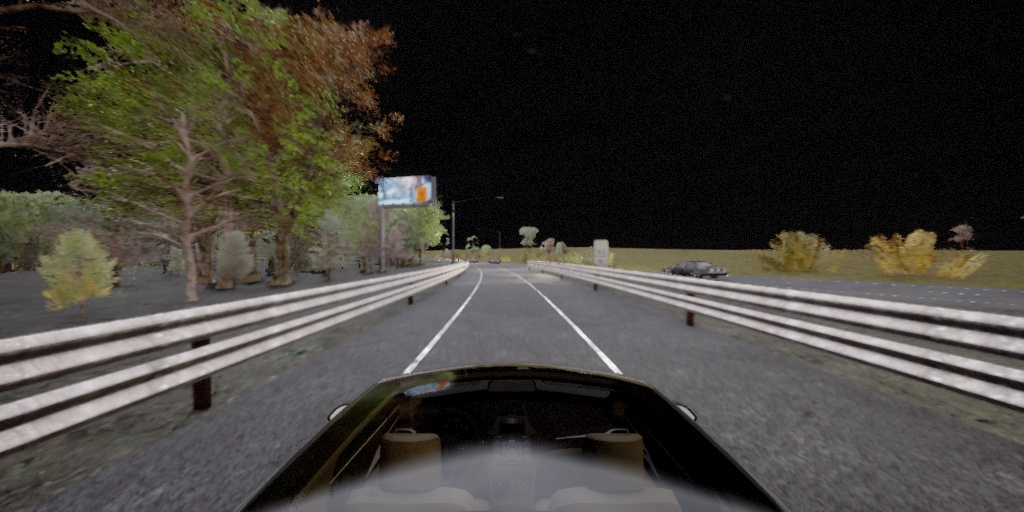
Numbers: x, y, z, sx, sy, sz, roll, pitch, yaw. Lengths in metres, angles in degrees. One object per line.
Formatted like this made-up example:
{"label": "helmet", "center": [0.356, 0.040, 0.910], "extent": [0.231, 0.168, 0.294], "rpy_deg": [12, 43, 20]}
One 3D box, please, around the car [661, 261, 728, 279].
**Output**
{"label": "car", "center": [14.476, 1.099, 28.841], "extent": [2.033, 1.411, 5.357], "rpy_deg": [-1, 0, -18]}

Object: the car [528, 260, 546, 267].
{"label": "car", "center": [4.297, 1.301, 60.268], "extent": [1.895, 1.301, 4.718], "rpy_deg": [-1, 0, -18]}
